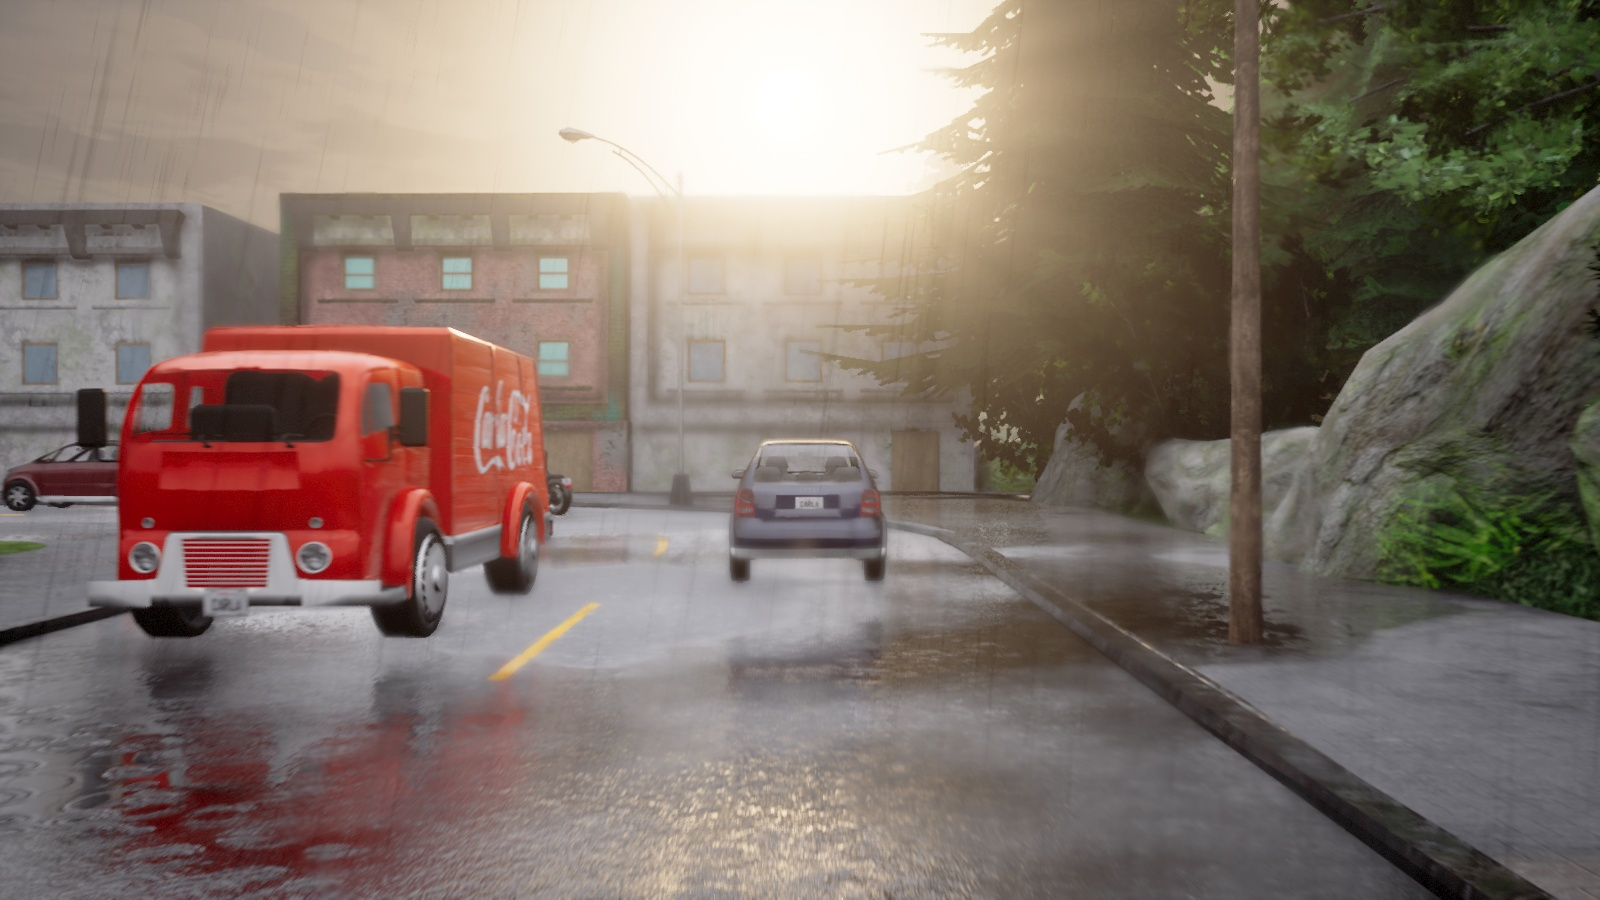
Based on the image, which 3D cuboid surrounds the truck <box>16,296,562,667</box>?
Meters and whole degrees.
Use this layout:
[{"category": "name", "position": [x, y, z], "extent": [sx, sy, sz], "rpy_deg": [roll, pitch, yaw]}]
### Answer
[{"category": "truck", "position": [-3.894, 0.192, 10.961], "extent": [2.627, 2.467, 5.204], "rpy_deg": [0, 0, 0]}]

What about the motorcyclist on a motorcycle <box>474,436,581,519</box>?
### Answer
[{"category": "motorcyclist on a motorcycle", "position": [-5.684, 0.539, 26.144], "extent": [2.350, 1.649, 0.766], "rpy_deg": [0, 1, 35]}]

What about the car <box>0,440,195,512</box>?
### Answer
[{"category": "car", "position": [-15.719, 0.547, 27.871], "extent": [3.705, 1.549, 1.789], "rpy_deg": [0, 0, 1]}]

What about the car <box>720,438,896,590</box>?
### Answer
[{"category": "car", "position": [0.062, 0.638, 14.685], "extent": [1.789, 1.549, 3.705], "rpy_deg": [0, 0, -1]}]
